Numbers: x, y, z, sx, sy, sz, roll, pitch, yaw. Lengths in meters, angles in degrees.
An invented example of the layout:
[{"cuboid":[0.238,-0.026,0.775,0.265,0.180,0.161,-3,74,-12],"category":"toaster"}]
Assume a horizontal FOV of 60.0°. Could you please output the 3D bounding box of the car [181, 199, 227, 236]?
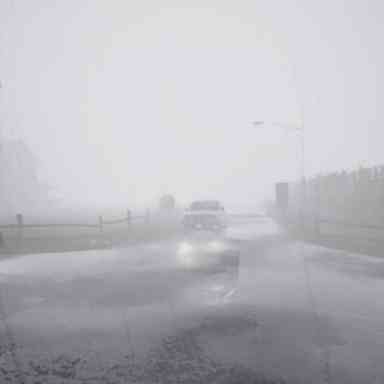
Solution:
[{"cuboid":[0.899,1.450,20.329,2.150,2.045,5.566,-1,0,11],"category":"car"}]
